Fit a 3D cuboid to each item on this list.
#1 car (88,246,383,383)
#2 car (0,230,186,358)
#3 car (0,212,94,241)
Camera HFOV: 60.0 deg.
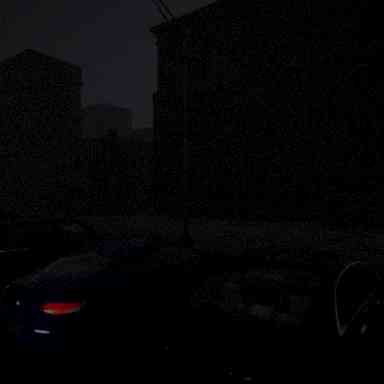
[{"bbox_3d":[1.421,1.474,4.335,2.231,1.521,4.892,0,0,36],"label":"car"},{"bbox_3d":[-0.839,1.500,5.952,2.002,1.452,4.674,0,0,36],"label":"car"},{"bbox_3d":[-3.117,1.323,7.543,2.185,1.767,4.553,0,0,36],"label":"car"}]
